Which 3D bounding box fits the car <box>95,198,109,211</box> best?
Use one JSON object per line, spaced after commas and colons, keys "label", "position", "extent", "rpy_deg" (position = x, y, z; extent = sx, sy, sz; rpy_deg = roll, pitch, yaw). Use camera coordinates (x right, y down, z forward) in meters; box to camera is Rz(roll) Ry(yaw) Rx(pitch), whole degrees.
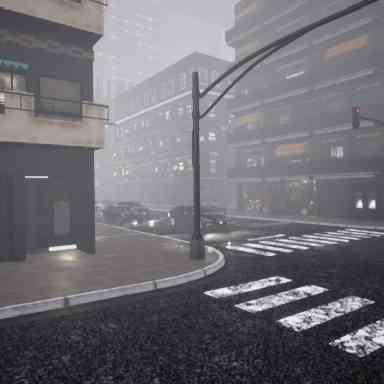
{"label": "car", "position": [-11.347, 1.568, 37.244], "extent": [1.812, 1.442, 4.674], "rpy_deg": [-1, 1, -36]}

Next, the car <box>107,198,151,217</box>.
{"label": "car", "position": [-5.300, 1.540, 28.887], "extent": [1.837, 1.490, 4.892], "rpy_deg": [-1, 1, -36]}

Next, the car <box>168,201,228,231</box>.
{"label": "car", "position": [0.268, 1.534, 21.209], "extent": [1.837, 1.490, 4.892], "rpy_deg": [-1, 1, -36]}

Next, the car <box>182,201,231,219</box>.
{"label": "car", "position": [1.198, 1.512, 29.152], "extent": [2.008, 1.369, 4.403], "rpy_deg": [-1, 1, -36]}

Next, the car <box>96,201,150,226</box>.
{"label": "car", "position": [-5.182, 1.632, 24.527], "extent": [1.947, 1.339, 4.313], "rpy_deg": [-1, 1, -36]}
